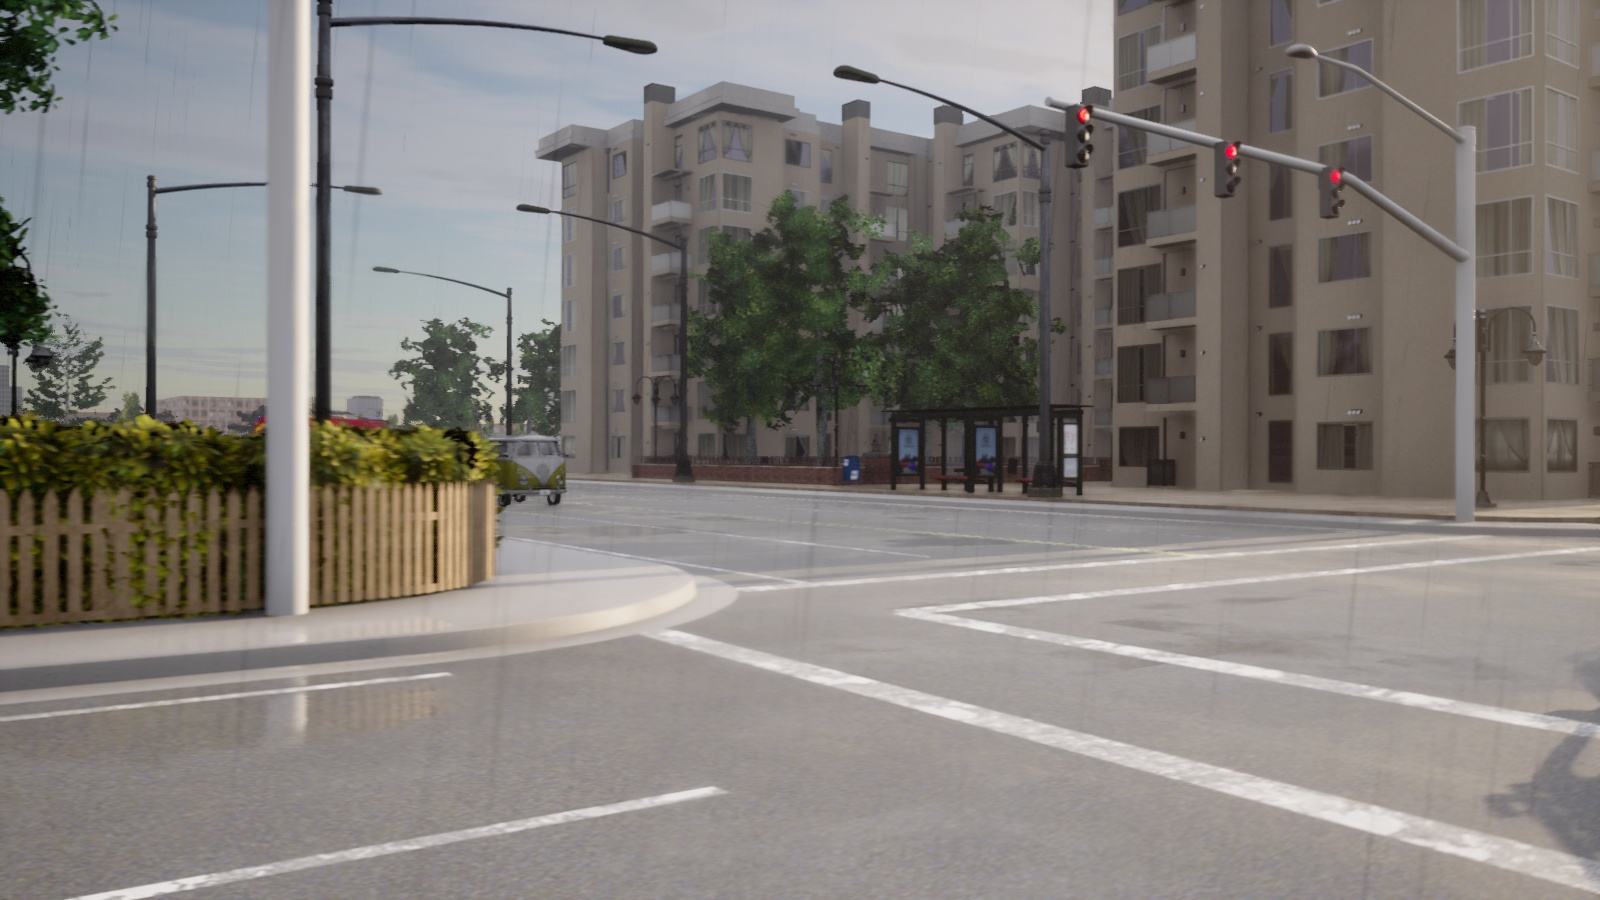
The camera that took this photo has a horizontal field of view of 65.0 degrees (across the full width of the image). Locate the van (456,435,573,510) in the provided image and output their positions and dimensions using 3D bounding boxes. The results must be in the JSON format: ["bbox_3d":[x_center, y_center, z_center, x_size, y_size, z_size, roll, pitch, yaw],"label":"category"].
[{"bbox_3d":[-8.206,0.604,35.812,1.775,1.987,4.442,0,0,-34],"label":"van"}]

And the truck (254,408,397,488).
[{"bbox_3d":[-24.154,-0.020,64.476,2.891,3.827,8.468,-1,-1,11],"label":"truck"}]
